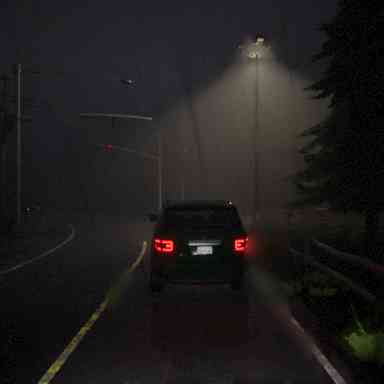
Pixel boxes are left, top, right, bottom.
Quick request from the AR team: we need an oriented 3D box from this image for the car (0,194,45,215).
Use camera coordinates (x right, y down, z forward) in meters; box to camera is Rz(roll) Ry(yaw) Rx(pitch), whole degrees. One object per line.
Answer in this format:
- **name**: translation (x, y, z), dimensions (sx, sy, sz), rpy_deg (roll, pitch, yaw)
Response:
- **car**: translation (-17.569, 1.215, 34.181), dimensions (5.566, 2.045, 2.150), rpy_deg (0, 0, 30)

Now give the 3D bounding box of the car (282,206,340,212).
- **car**: translation (10.708, 1.621, 30.182), dimensions (4.718, 1.301, 1.895), rpy_deg (0, 0, 0)

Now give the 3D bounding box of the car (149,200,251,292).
- **car**: translation (0.010, 1.220, 9.105), dimensions (2.150, 2.045, 5.566), rpy_deg (0, 0, -5)
